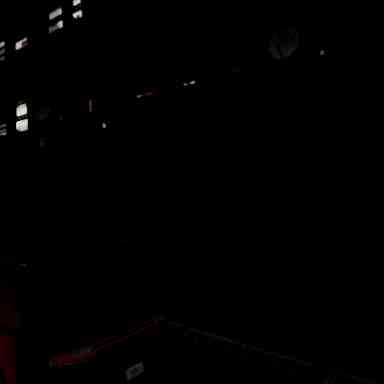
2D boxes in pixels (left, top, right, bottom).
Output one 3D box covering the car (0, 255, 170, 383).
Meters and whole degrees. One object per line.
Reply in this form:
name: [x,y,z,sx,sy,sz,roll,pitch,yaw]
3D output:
car: [-2.345,1.527,4.417,4.507,1.381,1.887,0,-1,36]
